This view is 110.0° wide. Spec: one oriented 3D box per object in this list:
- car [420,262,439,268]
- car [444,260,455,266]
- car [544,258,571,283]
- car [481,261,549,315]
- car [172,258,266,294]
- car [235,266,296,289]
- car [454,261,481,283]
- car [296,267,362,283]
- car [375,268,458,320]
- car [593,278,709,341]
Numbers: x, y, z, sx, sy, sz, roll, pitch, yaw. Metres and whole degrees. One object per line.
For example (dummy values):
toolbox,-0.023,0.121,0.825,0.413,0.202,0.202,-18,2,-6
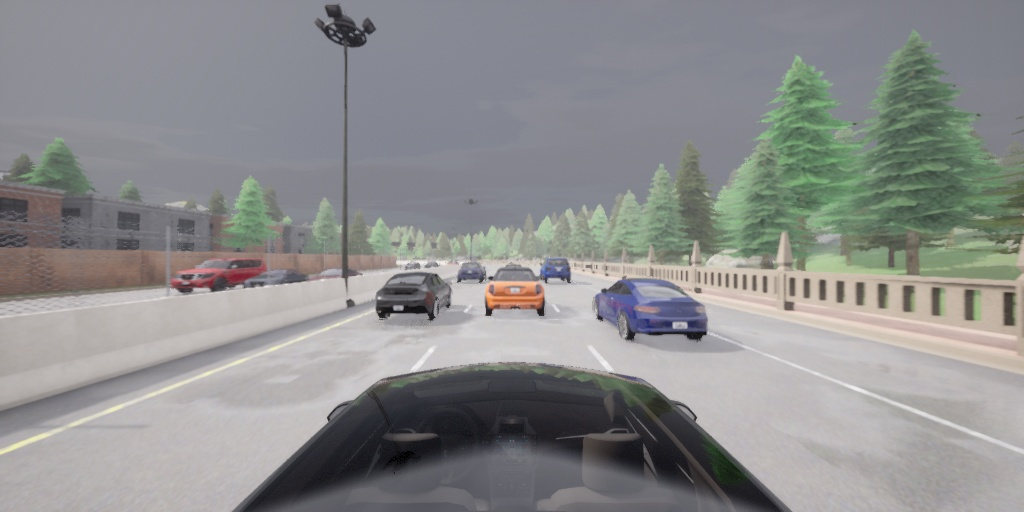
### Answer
car,-13.991,1.715,62.541,1.837,1.490,4.892,0,0,1
car,-10.505,1.564,62.896,2.097,1.767,4.553,0,0,0
car,3.615,1.188,30.399,2.150,2.045,5.566,0,0,0
car,0.104,1.196,14.191,2.097,1.767,4.553,0,0,0
car,-17.589,1.125,22.115,2.150,2.045,5.566,0,0,0
car,-14.088,1.465,21.768,1.994,1.385,4.181,0,0,0
car,-3.386,1.323,31.015,2.097,1.767,4.553,0,0,0
car,-10.589,1.426,21.649,1.812,1.442,4.674,0,0,0
car,-3.397,1.340,13.159,1.837,1.490,4.892,0,-1,0
car,3.591,1.338,9.975,1.812,1.442,4.674,0,0,0
